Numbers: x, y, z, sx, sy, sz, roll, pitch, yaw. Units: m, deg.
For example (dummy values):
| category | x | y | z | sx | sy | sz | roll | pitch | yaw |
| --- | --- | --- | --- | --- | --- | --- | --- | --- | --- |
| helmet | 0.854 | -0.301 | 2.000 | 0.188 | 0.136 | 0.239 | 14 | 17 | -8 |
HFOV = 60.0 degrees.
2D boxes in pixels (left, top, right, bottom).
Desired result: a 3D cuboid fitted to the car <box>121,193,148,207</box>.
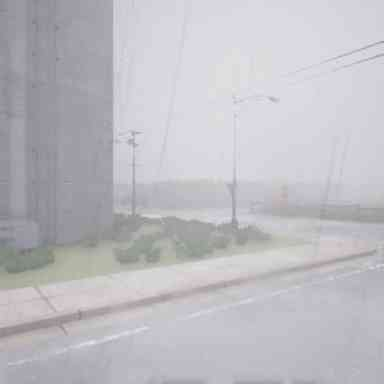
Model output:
| category | x | y | z | sx | sy | sz | roll | pitch | yaw |
| --- | --- | --- | --- | --- | --- | --- | --- | --- | --- |
| car | -8.452 | 1.190 | 48.896 | 2.150 | 2.045 | 5.566 | 0 | 0 | -34 |

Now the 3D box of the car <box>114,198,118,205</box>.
| category | x | y | z | sx | sy | sz | roll | pitch | yaw |
| --- | --- | --- | --- | --- | --- | --- | --- | --- | --- |
| car | -14.371 | 1.532 | 57.379 | 1.994 | 1.385 | 4.181 | 0 | 0 | -35 |
